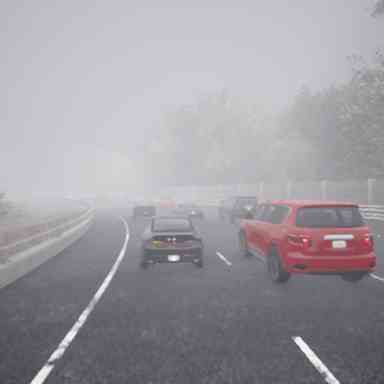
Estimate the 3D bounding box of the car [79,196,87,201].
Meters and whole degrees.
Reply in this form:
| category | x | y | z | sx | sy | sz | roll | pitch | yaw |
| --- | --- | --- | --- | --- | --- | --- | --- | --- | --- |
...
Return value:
| category | x | y | z | sx | sy | sz | roll | pitch | yaw |
| --- | --- | --- | --- | --- | --- | --- | --- | --- | --- |
| car | -29.136 | 1.736 | 89.343 | 2.128 | 1.511 | 4.902 | 0 | 0 | -21 |

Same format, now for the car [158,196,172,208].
| category | x | y | z | sx | sy | sz | roll | pitch | yaw |
| --- | --- | --- | --- | --- | --- | --- | --- | --- | --- |
| car | -4.186 | 1.421 | 47.781 | 2.097 | 1.767 | 4.553 | 0 | 0 | -25 |

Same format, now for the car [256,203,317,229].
| category | x | y | z | sx | sy | sz | roll | pitch | yaw |
| --- | --- | --- | --- | --- | --- | --- | --- | --- | --- |
| car | 6.068 | 1.494 | 22.080 | 1.837 | 1.490 | 4.892 | 0 | -2 | -11 |

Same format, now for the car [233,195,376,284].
| category | x | y | z | sx | sy | sz | roll | pitch | yaw |
| --- | --- | --- | --- | --- | --- | --- | --- | --- | --- |
| car | 2.952 | 1.221 | 9.823 | 2.150 | 2.045 | 5.566 | 0 | 0 | -5 |

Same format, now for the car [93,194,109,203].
| category | x | y | z | sx | sy | sz | roll | pitch | yaw |
| --- | --- | --- | --- | --- | --- | --- | --- | --- | --- |
| car | -20.427 | 1.386 | 74.376 | 2.150 | 2.045 | 5.566 | 0 | 0 | -34 |

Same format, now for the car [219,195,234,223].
| category | x | y | z | sx | sy | sz | roll | pitch | yaw |
| --- | --- | --- | --- | --- | --- | --- | --- | --- | --- |
| car | 3.573 | 1.247 | 25.575 | 2.150 | 2.045 | 5.566 | 0 | 0 | -7 |

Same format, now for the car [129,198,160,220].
| category | x | y | z | sx | sy | sz | roll | pitch | yaw |
| --- | --- | --- | --- | --- | --- | --- | --- | --- | --- |
| car | -4.412 | 1.527 | 29.334 | 1.882 | 1.535 | 5.008 | 0 | 0 | -15 |

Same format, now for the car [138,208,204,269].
| category | x | y | z | sx | sy | sz | roll | pitch | yaw |
| --- | --- | --- | --- | --- | --- | --- | --- | --- | --- |
| car | -0.755 | 1.521 | 11.315 | 1.837 | 1.490 | 4.892 | 0 | 0 | -6 |

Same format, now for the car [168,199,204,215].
| category | x | y | z | sx | sy | sz | roll | pitch | yaw |
| --- | --- | --- | --- | --- | --- | --- | --- | --- | --- |
| car | -0.434 | 1.597 | 27.999 | 1.994 | 1.385 | 4.181 | 0 | 0 | -15 |
